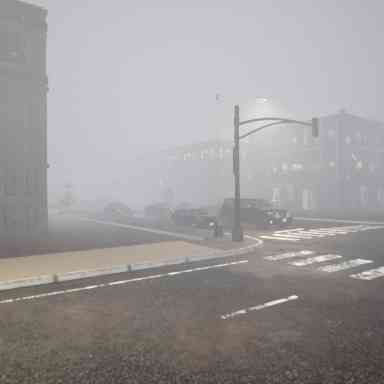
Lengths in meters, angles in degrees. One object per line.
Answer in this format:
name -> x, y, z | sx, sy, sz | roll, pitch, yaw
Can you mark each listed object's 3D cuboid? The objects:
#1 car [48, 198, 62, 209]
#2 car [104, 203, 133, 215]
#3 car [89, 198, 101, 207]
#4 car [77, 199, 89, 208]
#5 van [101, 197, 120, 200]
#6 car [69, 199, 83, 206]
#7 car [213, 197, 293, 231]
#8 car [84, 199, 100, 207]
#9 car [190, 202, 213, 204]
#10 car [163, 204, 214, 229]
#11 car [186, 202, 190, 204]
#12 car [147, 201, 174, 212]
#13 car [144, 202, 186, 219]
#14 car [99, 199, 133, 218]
car -> -23.819, 2.232, 57.904 | 1.752, 1.417, 4.829 | -1, 0, -35
car -> -9.409, 2.051, 42.110 | 1.895, 1.301, 4.718 | -1, 0, -35
car -> -17.090, 1.939, 62.894 | 2.192, 1.841, 5.009 | -1, 0, -35
car -> -20.187, 2.194, 62.822 | 1.812, 1.442, 4.674 | -1, 0, -35
van -> -13.885, 1.907, 58.381 | 1.690, 1.788, 3.998 | -1, 0, -35
car -> -26.695, 2.364, 76.436 | 1.947, 1.339, 4.313 | -1, 0, -35
car -> 4.188, 1.402, 22.724 | 2.150, 2.045, 5.566 | -1, 0, -33
car -> -20.288, 2.227, 67.408 | 1.887, 1.381, 4.507 | -1, 0, -35
car -> 2.138, 1.809, 35.812 | 2.008, 1.369, 4.403 | -2, 0, -35
car -> 0.034, 1.814, 24.088 | 1.947, 1.339, 4.313 | -1, 0, -35
car -> -1.066, 1.904, 40.327 | 1.802, 1.307, 4.206 | -2, 0, -35
car -> -4.268, 1.966, 44.840 | 1.802, 1.307, 4.206 | -2, 0, -35
car -> -3.097, 1.820, 33.201 | 2.128, 1.511, 4.902 | -1, 0, -35
car -> -7.901, 1.846, 35.474 | 1.967, 1.590, 4.097 | -1, 0, -35
